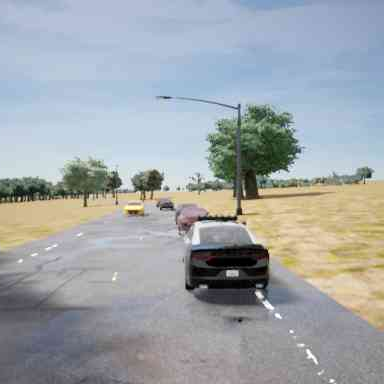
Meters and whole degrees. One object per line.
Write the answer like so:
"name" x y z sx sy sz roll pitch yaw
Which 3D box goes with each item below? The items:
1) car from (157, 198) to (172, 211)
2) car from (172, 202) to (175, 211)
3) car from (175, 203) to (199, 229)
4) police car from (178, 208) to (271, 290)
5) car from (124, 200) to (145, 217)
"car" -3.536 1.785 46.120 1.837 1.490 4.892 0 -1 -7
"car" -0.363 1.621 25.286 1.837 1.490 4.892 0 0 -5
"car" 0.099 1.612 19.269 1.812 1.442 4.674 0 0 -4
"police car" 0.696 1.463 9.339 1.930 1.638 5.238 0 0 -3
"car" -5.735 1.636 33.438 1.882 1.535 5.008 0 0 -6
